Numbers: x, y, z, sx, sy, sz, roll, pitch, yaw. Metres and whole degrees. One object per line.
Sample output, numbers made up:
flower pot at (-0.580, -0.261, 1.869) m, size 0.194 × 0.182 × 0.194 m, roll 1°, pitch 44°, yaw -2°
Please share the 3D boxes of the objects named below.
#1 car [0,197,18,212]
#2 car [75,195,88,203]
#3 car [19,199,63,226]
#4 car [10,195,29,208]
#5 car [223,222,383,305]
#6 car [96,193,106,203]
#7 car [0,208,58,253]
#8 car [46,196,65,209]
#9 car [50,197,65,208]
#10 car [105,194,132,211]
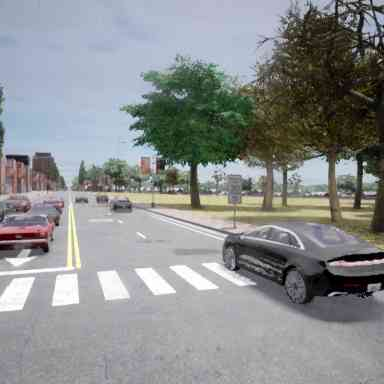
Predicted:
car at (-13.612, 1.341, 22.985) m, size 1.837 × 1.490 × 4.892 m, roll 0°, pitch 1°, yaw -20°
car at (-18.207, 1.074, 54.840) m, size 1.895 × 1.301 × 4.718 m, roll 0°, pitch 1°, yaw -20°
car at (-9.621, 1.430, 21.532) m, size 1.994 × 1.385 × 4.181 m, roll 0°, pitch 1°, yaw -20°
car at (-17.104, 1.068, 32.588) m, size 2.097 × 1.767 × 4.553 m, roll 0°, pitch 1°, yaw -20°
car at (2.415, 1.478, 8.215) m, size 2.128 × 1.511 × 4.902 m, roll 0°, pitch 0°, yaw -20°
car at (-15.122, 0.965, 55.871) m, size 2.128 × 1.511 × 4.902 m, roll 0°, pitch 1°, yaw -20°
car at (-6.582, 1.545, 13.269) m, size 1.895 × 1.301 × 4.718 m, roll 0°, pitch 0°, yaw -20°
car at (-16.538, 1.232, 40.509) m, size 1.895 × 1.301 × 4.718 m, roll 0°, pitch 1°, yaw -20°
car at (-13.048, 1.352, 30.921) m, size 1.895 × 1.301 × 4.718 m, roll 0°, pitch 1°, yaw -20°
car at (-7.633, 1.215, 35.520) m, size 2.128 × 1.511 × 4.902 m, roll 0°, pitch 1°, yaw -20°
